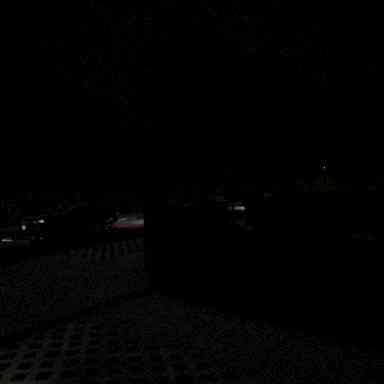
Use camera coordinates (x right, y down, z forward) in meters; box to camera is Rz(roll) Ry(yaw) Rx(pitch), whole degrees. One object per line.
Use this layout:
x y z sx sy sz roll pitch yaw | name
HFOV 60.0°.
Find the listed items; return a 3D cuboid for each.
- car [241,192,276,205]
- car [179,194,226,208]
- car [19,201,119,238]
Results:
7.099 0.699 34.586 2.033 1.411 5.357 0 2 36 | car
0.930 0.923 25.919 2.128 1.511 4.902 0 2 35 | car
-5.857 1.219 16.375 2.128 1.511 4.902 0 1 35 | car
